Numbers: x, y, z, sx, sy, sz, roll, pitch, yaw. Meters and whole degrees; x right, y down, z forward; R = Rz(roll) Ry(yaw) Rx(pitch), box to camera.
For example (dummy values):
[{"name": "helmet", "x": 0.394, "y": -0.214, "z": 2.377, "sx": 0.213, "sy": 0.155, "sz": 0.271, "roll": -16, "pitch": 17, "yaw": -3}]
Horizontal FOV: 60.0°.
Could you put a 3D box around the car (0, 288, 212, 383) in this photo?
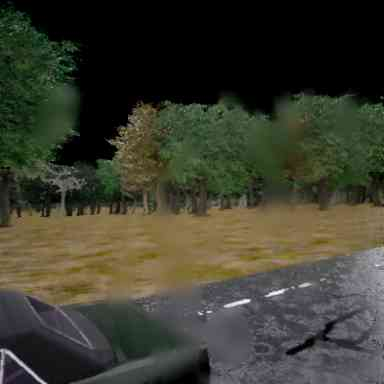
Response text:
[{"name": "car", "x": -2.236, "y": 1.603, "z": 2.397, "sx": 4.718, "sy": 1.301, "sz": 1.895, "roll": 0, "pitch": 0, "yaw": -35}]
